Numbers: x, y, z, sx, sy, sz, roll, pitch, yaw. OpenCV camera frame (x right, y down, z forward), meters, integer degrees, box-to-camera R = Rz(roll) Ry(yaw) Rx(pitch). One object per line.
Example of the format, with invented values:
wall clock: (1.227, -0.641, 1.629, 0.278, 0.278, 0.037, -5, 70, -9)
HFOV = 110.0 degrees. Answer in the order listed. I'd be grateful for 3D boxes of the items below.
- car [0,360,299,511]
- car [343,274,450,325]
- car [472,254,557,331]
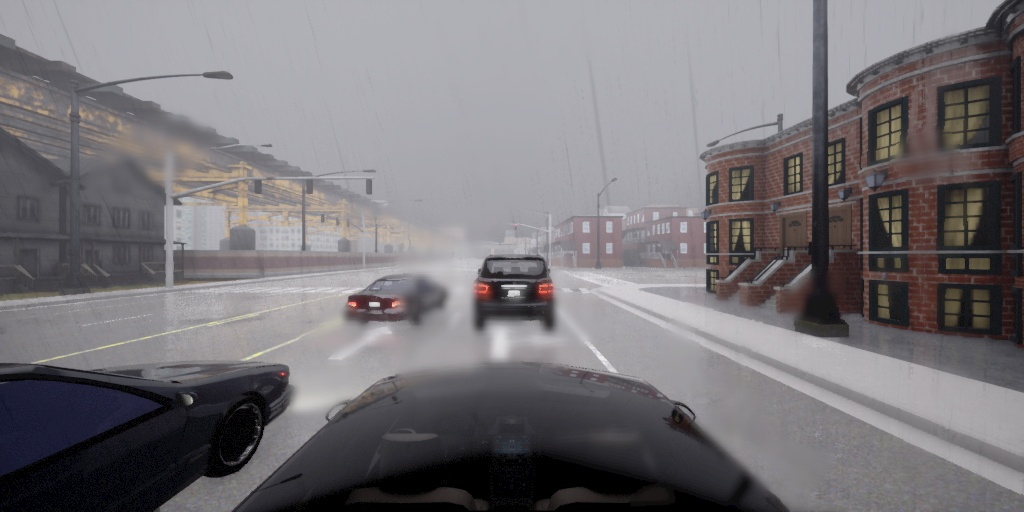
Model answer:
car: (-3.388, 1.297, 1.685, 2.033, 1.411, 5.357, 0, 0, -1)
car: (-3.443, 1.297, 11.757, 2.033, 1.411, 5.357, 0, 0, 2)
car: (0.082, 0.971, 11.076, 2.150, 2.045, 5.566, 0, 0, 0)
